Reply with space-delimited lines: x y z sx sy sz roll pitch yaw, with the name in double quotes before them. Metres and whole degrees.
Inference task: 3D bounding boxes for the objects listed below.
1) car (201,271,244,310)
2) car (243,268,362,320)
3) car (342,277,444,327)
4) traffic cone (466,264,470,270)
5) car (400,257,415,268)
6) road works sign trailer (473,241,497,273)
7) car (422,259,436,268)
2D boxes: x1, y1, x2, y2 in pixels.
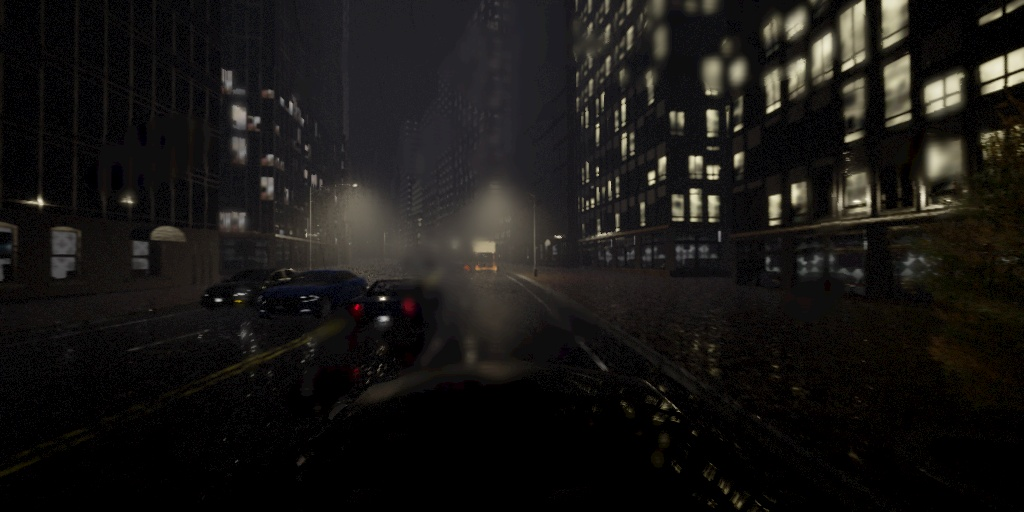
"car" -10.247 1.255 14.761 1.837 1.490 4.892 0 0 -3
"car" -6.904 1.218 12.956 1.882 1.535 5.008 0 0 -3
"car" -3.377 1.329 11.472 1.895 1.301 4.718 0 0 -2
"traffic cone" -5.606 1.548 46.739 0.340 0.580 0.340 0 0 -10
"car" -16.474 0.934 56.886 2.097 1.767 4.553 0 0 -13
"road works sign trailer" -2.992 0.073 40.101 2.380 3.560 2.880 0 0 -10
"car" -12.432 1.148 53.829 1.994 1.385 4.181 0 0 -12
